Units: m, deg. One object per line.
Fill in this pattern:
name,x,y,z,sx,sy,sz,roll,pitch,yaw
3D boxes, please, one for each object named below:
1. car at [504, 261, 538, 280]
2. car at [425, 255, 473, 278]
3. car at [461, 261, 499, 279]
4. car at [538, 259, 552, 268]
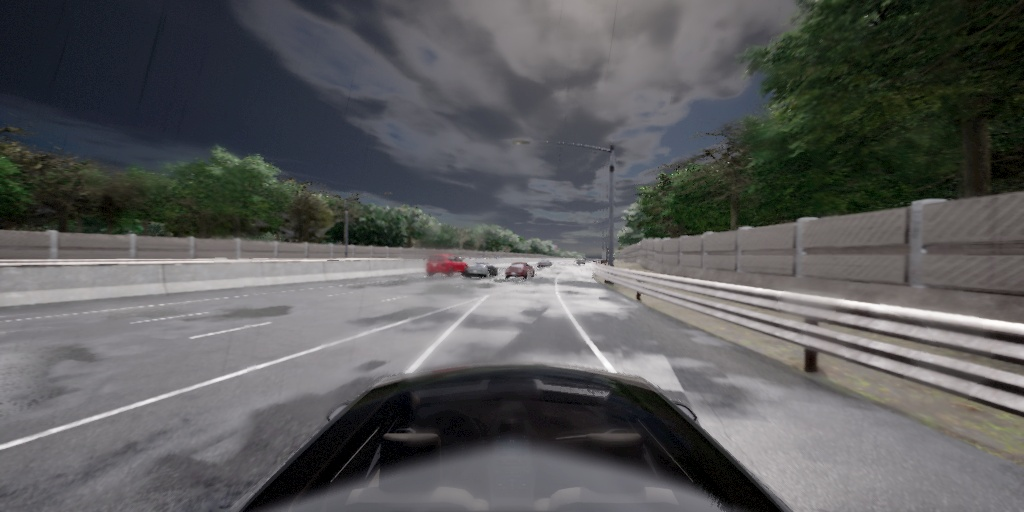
car,0.735,1.281,31.580,1.812,1.442,4.674,1,0,15
car,-5.990,0.903,33.510,2.150,2.045,5.566,1,0,15
car,-2.631,1.282,32.532,1.994,1.385,4.181,1,0,15
car,5.785,1.354,62.975,2.033,1.411,5.357,1,0,15
